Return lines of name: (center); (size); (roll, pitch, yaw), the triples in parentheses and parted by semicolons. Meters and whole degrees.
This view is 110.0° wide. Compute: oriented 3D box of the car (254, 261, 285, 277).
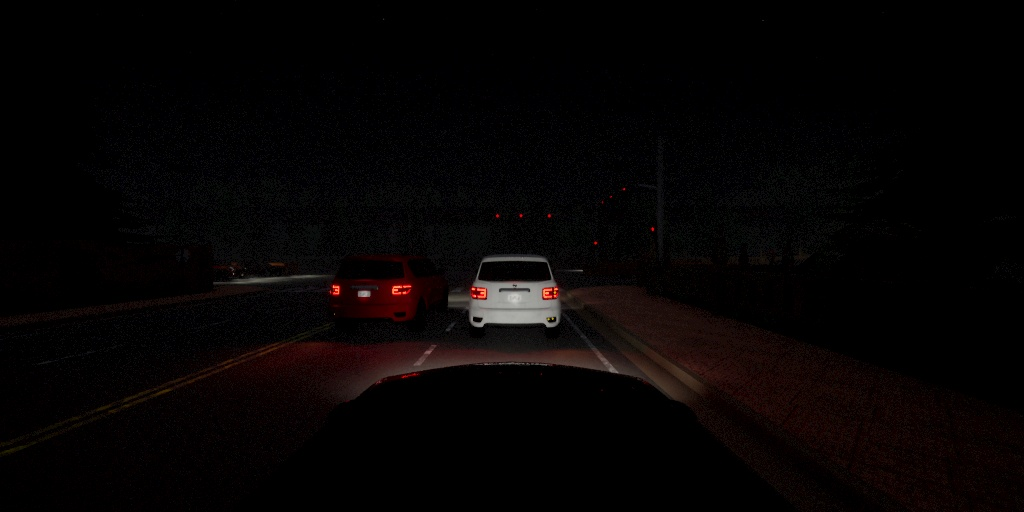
car: (-24.948, 1.228, 35.114); (5.008, 1.535, 1.882); (0, 0, 0)

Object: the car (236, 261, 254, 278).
car: (-26.010, 1.102, 31.624); (4.553, 1.767, 2.097); (0, 0, 0)

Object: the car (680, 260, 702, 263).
car: (24.203, 1.297, 48.980); (5.357, 1.411, 2.033); (0, 0, 0)

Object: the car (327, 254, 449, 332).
car: (-3.418, 0.971, 10.994); (2.150, 2.045, 5.566); (0, 0, 0)

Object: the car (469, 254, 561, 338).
car: (0.081, 0.971, 10.312); (2.150, 2.045, 5.566); (0, 0, 1)

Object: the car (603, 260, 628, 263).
car: (13.595, 1.255, 49.047); (4.892, 1.490, 1.837); (0, 0, 0)

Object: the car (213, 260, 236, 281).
car: (-25.071, 1.228, 28.115); (5.008, 1.535, 1.882); (0, 0, 0)

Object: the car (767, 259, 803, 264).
car: (37.253, 1.130, 48.931); (4.892, 1.490, 1.837); (-2, 0, 0)
